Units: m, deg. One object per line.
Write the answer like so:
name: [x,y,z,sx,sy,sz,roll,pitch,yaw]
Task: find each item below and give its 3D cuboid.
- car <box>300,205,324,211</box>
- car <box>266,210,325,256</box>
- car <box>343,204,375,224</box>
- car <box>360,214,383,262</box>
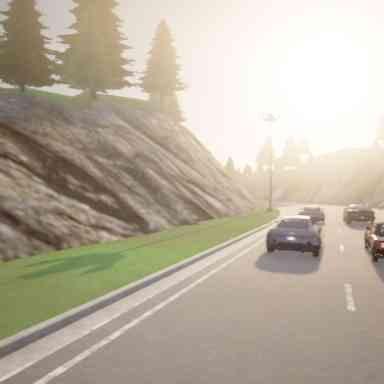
car: [9.902,1.793,27.423,1.994,1.385,4.181,0,0,20]
car: [4.400,1.673,13.878,1.994,1.385,4.181,0,0,24]
car: [13.428,1.737,26.902,1.882,1.535,5.008,1,0,20]
car: [7.522,1.732,12.288,1.895,1.301,4.718,0,0,24]
